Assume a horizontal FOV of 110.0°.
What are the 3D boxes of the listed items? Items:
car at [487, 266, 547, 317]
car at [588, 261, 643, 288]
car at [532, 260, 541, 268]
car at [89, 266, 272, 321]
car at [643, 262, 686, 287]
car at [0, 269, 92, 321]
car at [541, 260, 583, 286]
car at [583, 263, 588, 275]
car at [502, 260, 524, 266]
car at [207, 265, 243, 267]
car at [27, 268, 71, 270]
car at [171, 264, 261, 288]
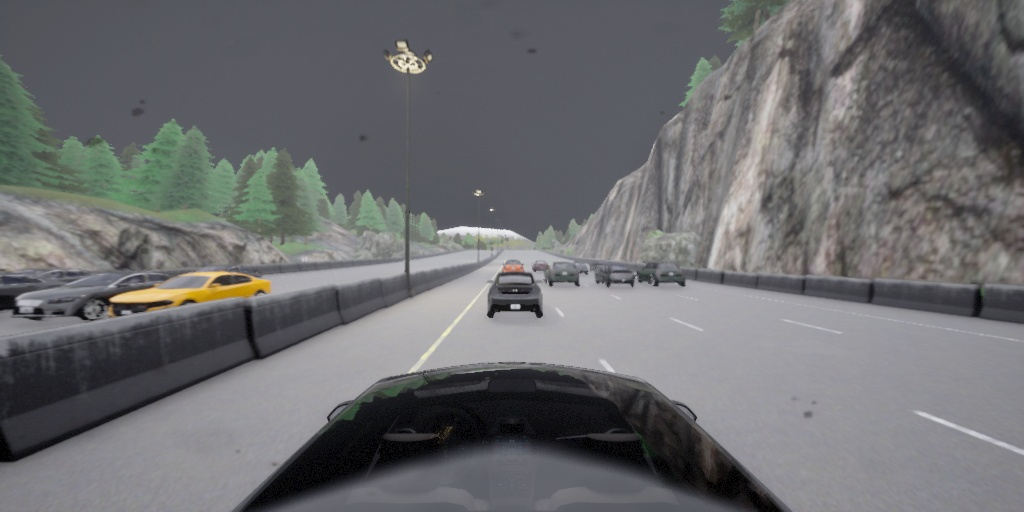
[{"bbox_3d":[0.105,1.325,13.601,1.837,1.490,4.892,0,0,0],"label":"car"},{"bbox_3d":[7.026,1.322,24.928,2.128,1.511,4.902,0,0,1],"label":"car"},{"bbox_3d":[3.596,1.255,45.767,1.812,1.442,4.674,0,1,0],"label":"car"},{"bbox_3d":[-10.579,1.290,12.332,1.882,1.535,5.008,0,0,0],"label":"car"},{"bbox_3d":[10.530,1.180,25.798,2.097,1.767,4.553,0,0,0],"label":"car"},{"bbox_3d":[-14.087,1.306,12.858,2.128,1.511,4.902,0,0,0],"label":"car"},{"bbox_3d":[3.535,1.179,26.171,2.097,1.767,4.553,0,0,0],"label":"car"},{"bbox_3d":[7.066,1.323,39.463,2.033,1.411,5.357,0,0,1],"label":"car"},{"bbox_3d":[0.110,1.149,35.766,2.097,1.767,4.553,0,0,0],"label":"car"},{"bbox_3d":[-17.546,1.321,21.883,2.128,1.511,4.902,0,0,0],"label":"car"},{"bbox_3d":[-17.589,1.301,11.529,2.128,1.511,4.902,0,0,0],"label":"car"},{"bbox_3d":[-21.004,1.374,25.820,2.033,1.411,5.357,0,0,1],"label":"car"}]
